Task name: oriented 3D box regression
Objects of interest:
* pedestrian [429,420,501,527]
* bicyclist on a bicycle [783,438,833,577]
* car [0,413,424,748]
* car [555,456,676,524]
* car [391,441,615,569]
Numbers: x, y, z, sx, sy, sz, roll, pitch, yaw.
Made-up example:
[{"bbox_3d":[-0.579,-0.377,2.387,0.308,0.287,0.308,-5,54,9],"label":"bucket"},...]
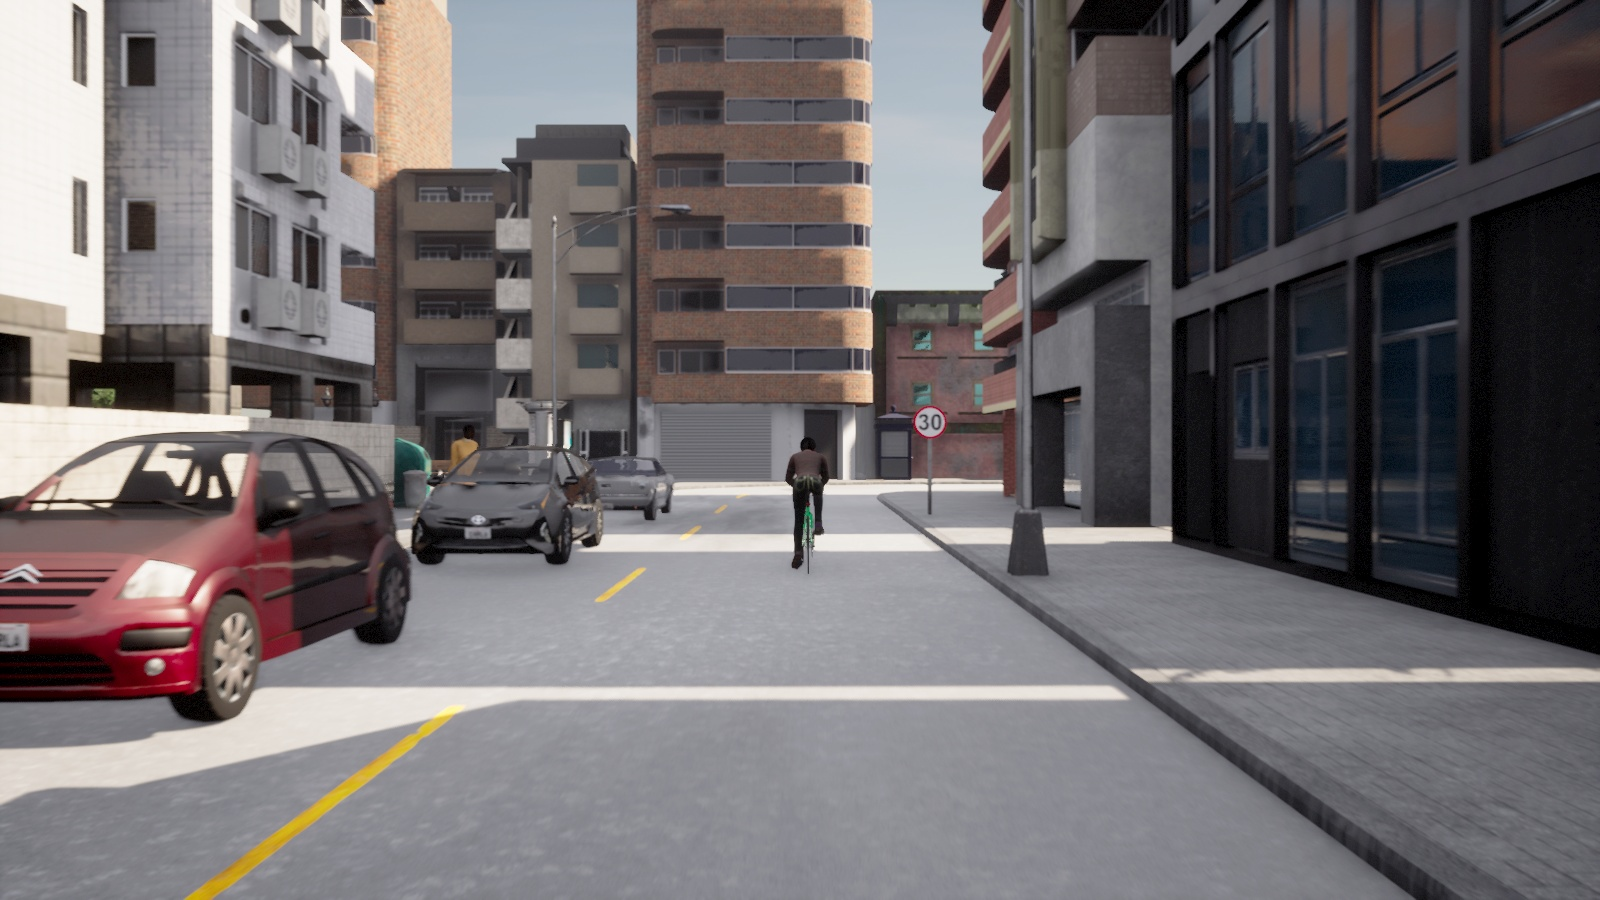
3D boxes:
[{"bbox_3d":[-5.971,0.407,22.386,0.900,1.855,0.874,0,0,40],"label":"pedestrian"},{"bbox_3d":[0.095,0.669,15.426,0.582,1.620,1.656,0,0,0],"label":"bicyclist on a bicycle"},{"bbox_3d":[-3.942,0.626,8.063,1.851,1.617,3.988,0,0,0],"label":"car"},{"bbox_3d":[-3.855,0.790,26.965,1.895,1.301,4.718,0,0,0],"label":"car"},{"bbox_3d":[-3.896,0.656,17.325,2.007,1.525,4.514,0,0,0],"label":"car"}]
